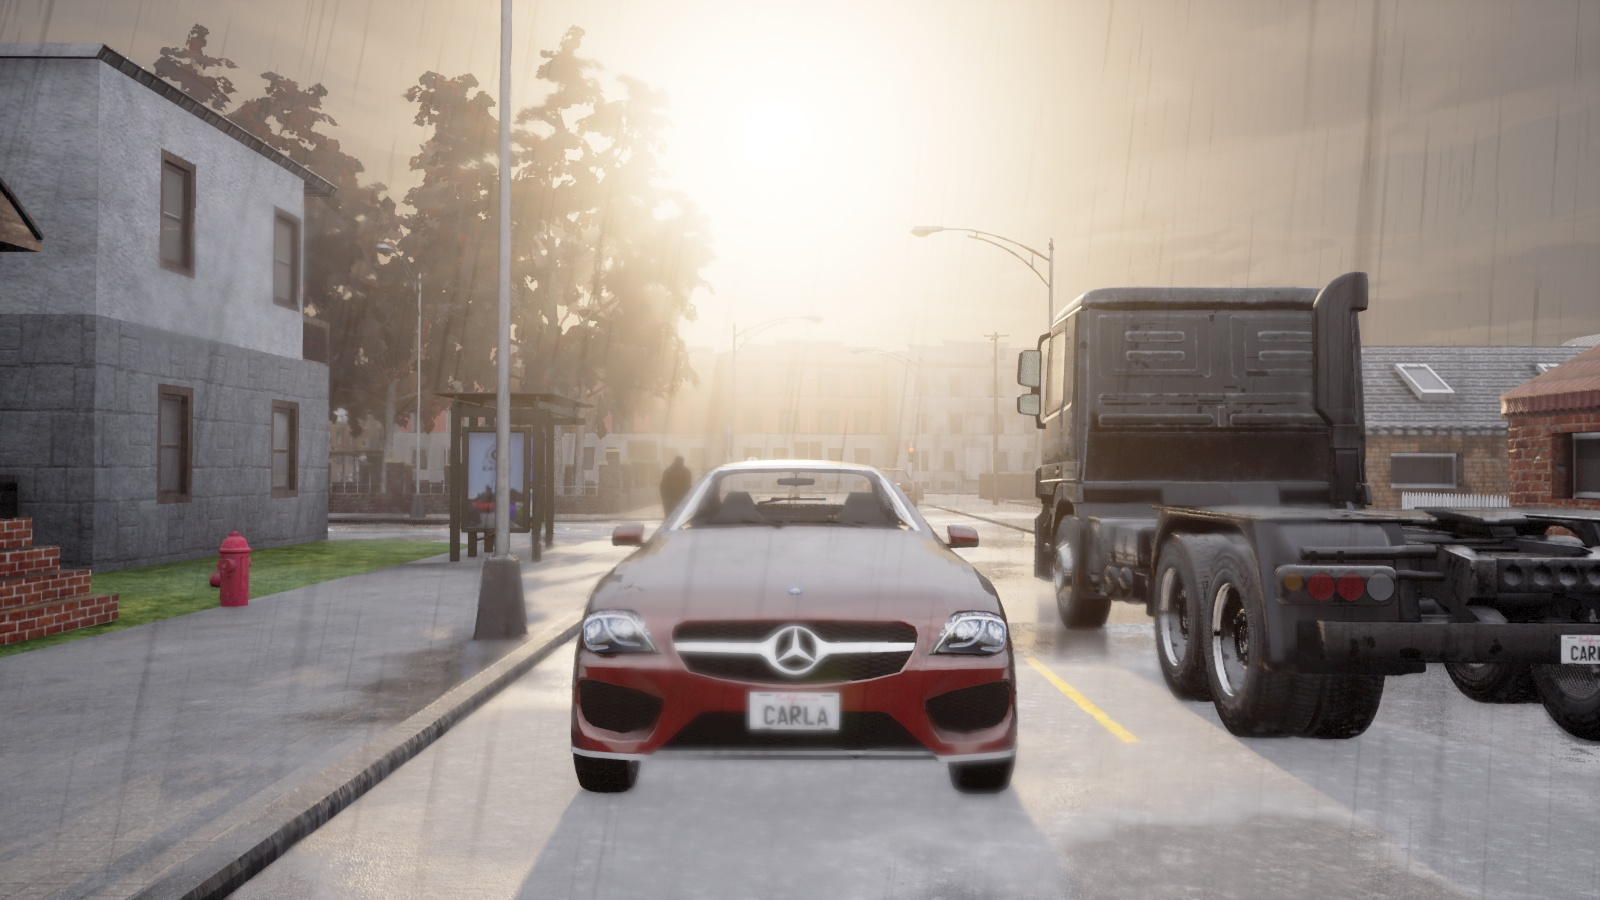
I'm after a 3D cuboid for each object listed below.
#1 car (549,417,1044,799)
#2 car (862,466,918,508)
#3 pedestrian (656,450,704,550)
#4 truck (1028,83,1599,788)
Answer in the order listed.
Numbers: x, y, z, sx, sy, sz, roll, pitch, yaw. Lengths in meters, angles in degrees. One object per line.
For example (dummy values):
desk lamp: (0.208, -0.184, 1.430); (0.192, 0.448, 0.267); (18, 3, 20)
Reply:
car: (-0.022, 0.727, 7.979); (2.152, 1.651, 5.027); (0, -1, 0)
car: (3.862, 1.573, 54.640); (2.097, 1.767, 4.553); (0, -1, 0)
pedestrian: (-2.251, 0.929, 23.639); (0.634, 1.844, 0.899); (0, -1, 13)
truck: (3.956, -0.013, 10.135); (2.891, 3.462, 7.936); (0, -1, 1)
